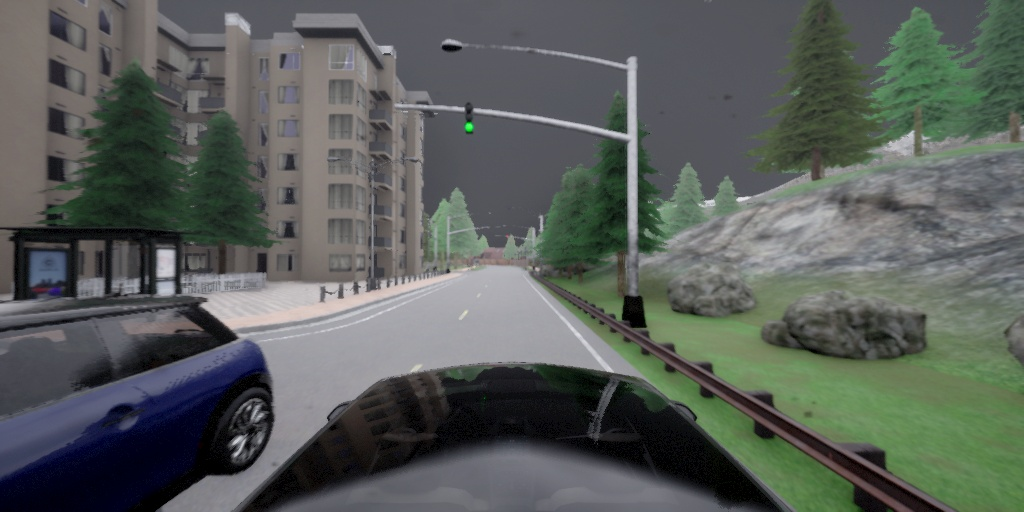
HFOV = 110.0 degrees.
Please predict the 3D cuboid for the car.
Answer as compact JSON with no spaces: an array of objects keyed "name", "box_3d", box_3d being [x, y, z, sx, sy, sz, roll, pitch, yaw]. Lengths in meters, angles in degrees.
[{"name":"car","box_3d":[-3.500,1.102,1.777,2.097,1.767,4.553,0,-1,0]}]
